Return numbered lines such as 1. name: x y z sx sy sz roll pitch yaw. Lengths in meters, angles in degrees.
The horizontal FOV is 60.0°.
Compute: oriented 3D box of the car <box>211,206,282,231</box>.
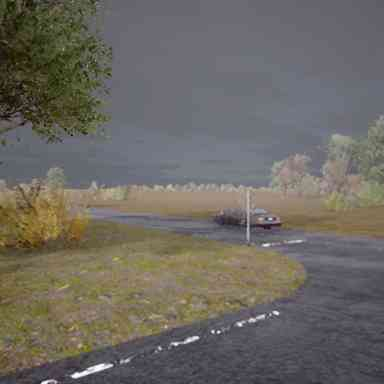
1. car: 3.243 1.591 20.991 2.033 1.411 5.357 1 0 -28
